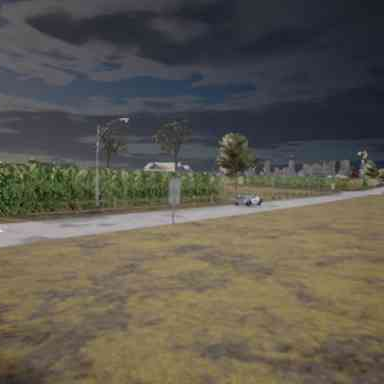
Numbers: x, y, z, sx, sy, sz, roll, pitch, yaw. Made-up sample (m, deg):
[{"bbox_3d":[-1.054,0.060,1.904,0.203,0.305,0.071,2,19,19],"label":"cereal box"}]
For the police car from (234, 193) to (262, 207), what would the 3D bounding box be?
[{"bbox_3d":[7.159,1.013,42.593,2.038,1.542,4.974,3,3,36],"label":"police car"}]
